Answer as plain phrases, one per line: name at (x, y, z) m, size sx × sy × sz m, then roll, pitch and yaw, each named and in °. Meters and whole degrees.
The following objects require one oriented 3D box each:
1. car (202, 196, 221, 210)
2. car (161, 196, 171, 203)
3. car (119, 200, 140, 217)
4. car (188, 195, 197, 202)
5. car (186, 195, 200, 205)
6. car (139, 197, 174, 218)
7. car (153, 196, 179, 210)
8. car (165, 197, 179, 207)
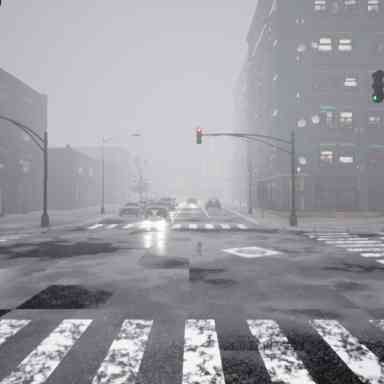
car at (2.720, 1.451, 43.225) m, size 1.967 × 1.590 × 4.097 m, roll 1°, pitch 0°, yaw 0°
car at (-5.653, 1.601, 71.600) m, size 1.802 × 1.307 × 4.206 m, roll 1°, pitch 0°, yaw 0°
car at (-5.742, 1.553, 31.798) m, size 1.887 × 1.381 × 4.507 m, roll 1°, pitch 0°, yaw 0°
car at (0.023, 1.375, 69.892) m, size 1.812 × 1.442 × 4.674 m, roll 0°, pitch 0°, yaw 0°
car at (0.020, 1.492, 59.466) m, size 1.882 × 1.535 × 5.008 m, roll 0°, pitch 0°, yaw 0°
car at (-3.087, 1.499, 29.946) m, size 2.128 × 1.511 × 4.902 m, roll 0°, pitch 0°, yaw 0°
car at (-3.082, 1.362, 40.040) m, size 2.097 × 1.767 × 4.553 m, roll 0°, pitch 0°, yaw 0°
car at (-3.069, 1.538, 51.460) m, size 1.812 × 1.442 × 4.674 m, roll 0°, pitch 0°, yaw 0°
